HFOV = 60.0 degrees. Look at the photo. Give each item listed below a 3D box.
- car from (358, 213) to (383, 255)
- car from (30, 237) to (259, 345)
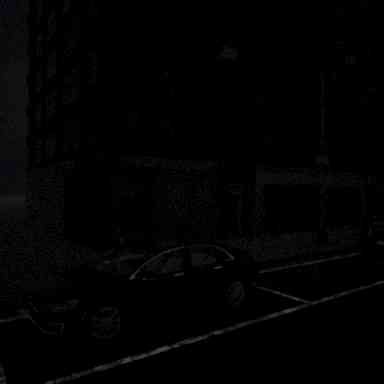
[{"bbox_3d":[8.476,1.448,12.808,5.009,1.841,2.192,1,0,-35],"label":"car"},{"bbox_3d":[-0.637,1.579,6.310,4.403,1.369,2.008,1,0,-35],"label":"car"}]
